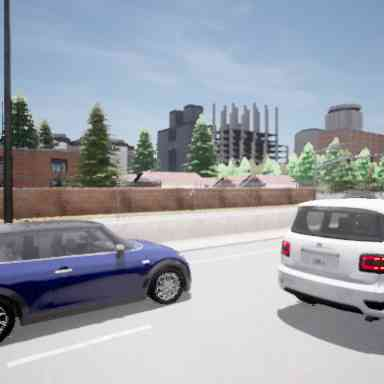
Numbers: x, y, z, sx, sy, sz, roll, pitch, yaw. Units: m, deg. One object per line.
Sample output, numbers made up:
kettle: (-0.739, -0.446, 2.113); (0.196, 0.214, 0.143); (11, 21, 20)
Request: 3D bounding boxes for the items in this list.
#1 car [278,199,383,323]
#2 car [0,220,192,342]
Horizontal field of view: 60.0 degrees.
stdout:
car: (4.140, 1.155, 6.704); (5.566, 2.045, 2.150); (0, 0, -36)
car: (-2.202, 1.336, 6.488); (4.553, 1.767, 2.097); (-1, 0, -36)
